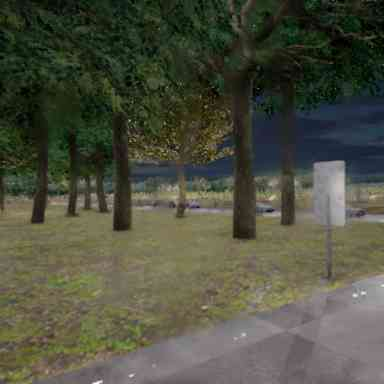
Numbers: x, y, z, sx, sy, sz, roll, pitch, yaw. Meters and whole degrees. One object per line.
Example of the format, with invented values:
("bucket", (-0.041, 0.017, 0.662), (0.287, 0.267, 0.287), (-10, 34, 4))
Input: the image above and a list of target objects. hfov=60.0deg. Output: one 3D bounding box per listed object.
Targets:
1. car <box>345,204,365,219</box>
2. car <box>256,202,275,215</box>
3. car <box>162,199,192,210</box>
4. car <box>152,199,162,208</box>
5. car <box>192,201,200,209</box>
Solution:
("car", (14.076, 1.758, 31.585), (1.994, 1.385, 4.181), (-2, 0, -35))
("car", (7.957, 1.952, 40.287), (1.994, 1.385, 4.181), (-2, 0, -36))
("car", (-2.621, 2.219, 55.439), (1.837, 1.490, 4.892), (-2, 0, -35))
("car", (-5.985, 2.169, 65.080), (2.097, 1.767, 4.553), (-2, 0, -35))
("car", (-0.471, 2.217, 57.336), (1.994, 1.385, 4.181), (-2, 0, -34))
